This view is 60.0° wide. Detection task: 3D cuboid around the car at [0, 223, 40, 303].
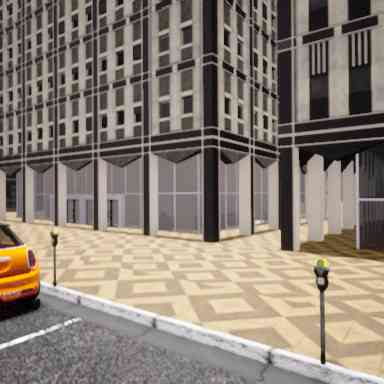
[{"bbox_3d":[-5.222,1.337,6.951,4.553,1.767,2.097,0,0,35],"label":"car"}]
